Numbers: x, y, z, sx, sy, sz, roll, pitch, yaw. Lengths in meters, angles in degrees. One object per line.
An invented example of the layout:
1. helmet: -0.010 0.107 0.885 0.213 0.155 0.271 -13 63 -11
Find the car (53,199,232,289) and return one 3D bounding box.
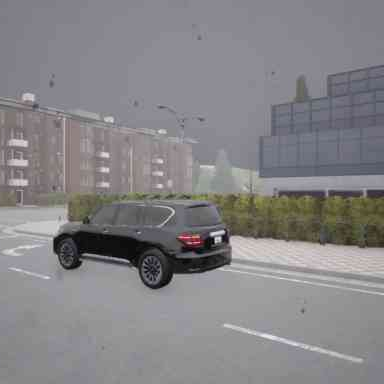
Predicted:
1. car: -1.573 1.221 9.401 5.566 2.045 2.150 0 0 35
